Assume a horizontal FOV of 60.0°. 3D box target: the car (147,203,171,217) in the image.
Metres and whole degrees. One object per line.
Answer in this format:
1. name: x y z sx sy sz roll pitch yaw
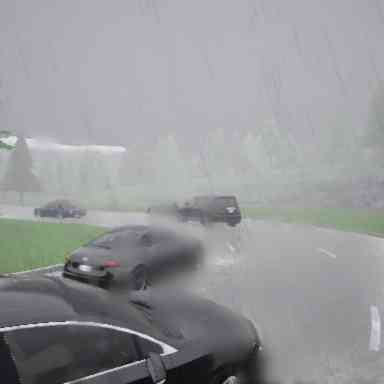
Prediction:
1. car: -1.855 1.652 30.315 4.718 1.301 1.895 0 0 37

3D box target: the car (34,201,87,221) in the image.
1. car: -11.156 1.643 28.005 4.718 1.301 1.895 0 0 32

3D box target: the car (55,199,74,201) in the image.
1. car: -15.315 1.550 39.286 4.902 1.511 2.128 0 0 36

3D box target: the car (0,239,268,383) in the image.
1. car: -1.423 1.510 2.713 4.892 1.490 1.837 0 2 -37

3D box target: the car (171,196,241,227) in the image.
1. car: 0.996 1.260 22.394 2.150 2.045 5.566 1 -1 -30

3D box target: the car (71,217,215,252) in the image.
1. car: -1.266 1.578 8.752 1.994 1.385 4.181 0 0 29
